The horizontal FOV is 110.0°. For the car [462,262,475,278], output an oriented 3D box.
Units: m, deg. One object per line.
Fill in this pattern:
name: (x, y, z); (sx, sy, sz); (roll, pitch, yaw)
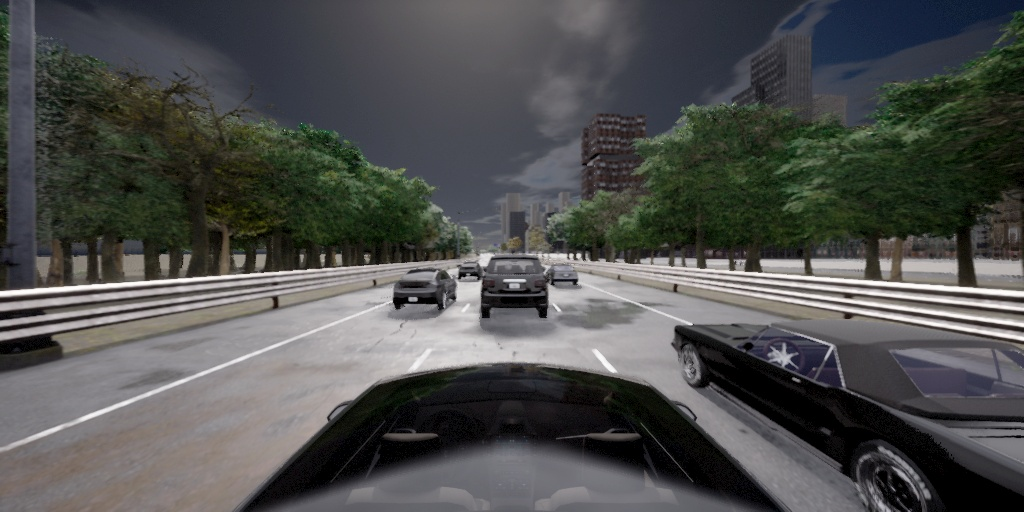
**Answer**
car: (-3.580, 1.257, 31.483); (1.837, 1.490, 4.892); (0, 0, -1)

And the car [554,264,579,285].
car: (3.487, 1.298, 25.800); (2.033, 1.411, 5.357); (0, 0, -1)

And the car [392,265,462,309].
car: (-3.434, 1.254, 14.830); (1.837, 1.490, 4.892); (0, 0, 0)

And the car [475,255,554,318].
car: (0.085, 0.971, 13.198); (2.150, 2.045, 5.566); (0, 0, 0)

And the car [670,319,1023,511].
car: (3.593, 1.351, 3.913); (1.895, 1.301, 4.718); (0, 0, 0)
